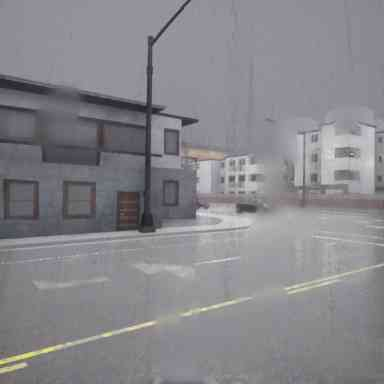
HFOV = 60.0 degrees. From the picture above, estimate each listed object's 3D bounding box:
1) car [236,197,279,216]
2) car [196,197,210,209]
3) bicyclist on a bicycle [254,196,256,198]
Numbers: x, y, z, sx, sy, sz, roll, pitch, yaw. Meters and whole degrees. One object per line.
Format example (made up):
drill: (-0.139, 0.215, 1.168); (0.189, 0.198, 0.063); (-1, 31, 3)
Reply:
car: (6.590, 1.358, 33.599); (2.097, 1.767, 4.553); (1, 0, -38)
car: (0.027, 1.286, 40.927); (4.674, 1.442, 1.812); (2, 0, 41)
bicyclist on a bicycle: (9.058, 1.338, 47.874); (0.582, 1.620, 1.656); (2, 0, 44)
